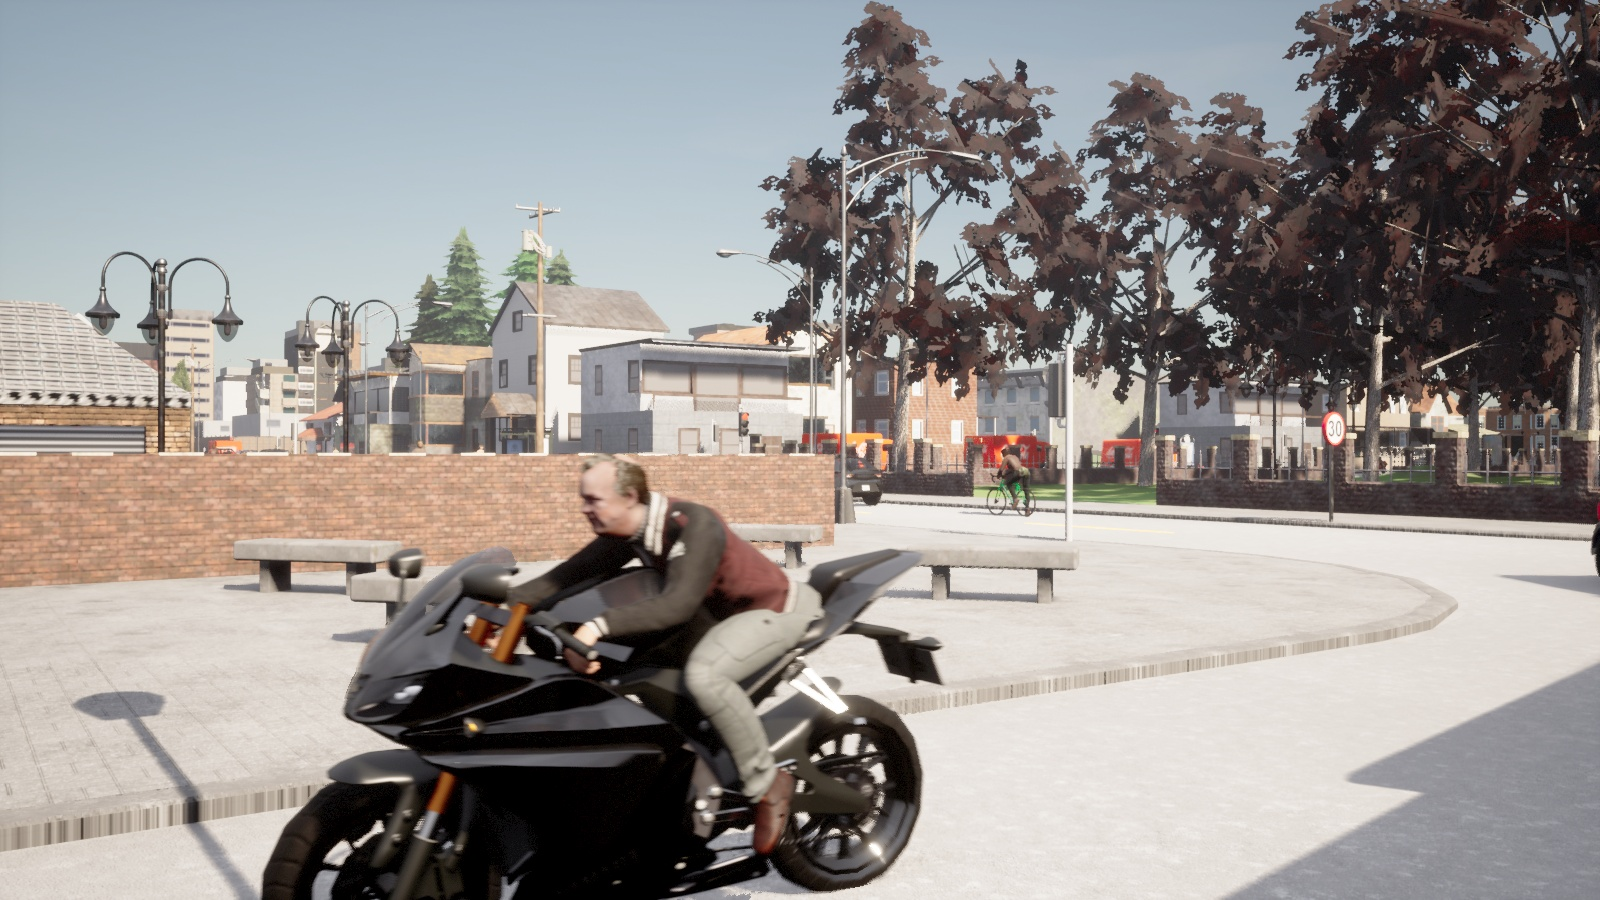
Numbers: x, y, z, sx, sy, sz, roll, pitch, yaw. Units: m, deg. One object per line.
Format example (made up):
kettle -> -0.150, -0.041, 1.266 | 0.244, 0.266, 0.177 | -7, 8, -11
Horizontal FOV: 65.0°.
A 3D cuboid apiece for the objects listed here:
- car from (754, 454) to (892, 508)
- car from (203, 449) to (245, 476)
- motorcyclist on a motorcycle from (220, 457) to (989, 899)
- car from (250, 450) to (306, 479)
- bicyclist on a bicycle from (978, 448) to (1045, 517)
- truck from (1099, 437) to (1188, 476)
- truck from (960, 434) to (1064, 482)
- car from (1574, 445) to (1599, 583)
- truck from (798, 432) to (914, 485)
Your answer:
car -> 0.603, 0.846, 36.427 | 1.816, 1.474, 4.193 | 0, 0, -36
car -> -40.874, 0.866, 89.074 | 1.932, 1.855, 4.605 | 0, 0, -35
motorcyclist on a motorcycle -> -0.527, 0.790, 3.888 | 2.191, 1.530, 0.866 | 0, 0, -34
car -> -31.357, 0.840, 75.362 | 2.242, 1.667, 4.611 | 0, 0, -35
bicyclist on a bicycle -> 5.038, 0.760, 30.000 | 0.582, 1.620, 1.656 | 0, 0, -35
truck -> 22.668, 0.412, 82.993 | 2.627, 2.467, 5.204 | -1, 1, -33
truck -> 11.362, 0.398, 67.218 | 5.204, 2.467, 2.627 | 0, 0, -38
car -> 9.812, 0.733, 12.704 | 1.789, 1.549, 3.705 | 1, 0, 3
truck -> 2.738, 0.402, 61.153 | 5.204, 2.467, 2.627 | 0, 0, -39
